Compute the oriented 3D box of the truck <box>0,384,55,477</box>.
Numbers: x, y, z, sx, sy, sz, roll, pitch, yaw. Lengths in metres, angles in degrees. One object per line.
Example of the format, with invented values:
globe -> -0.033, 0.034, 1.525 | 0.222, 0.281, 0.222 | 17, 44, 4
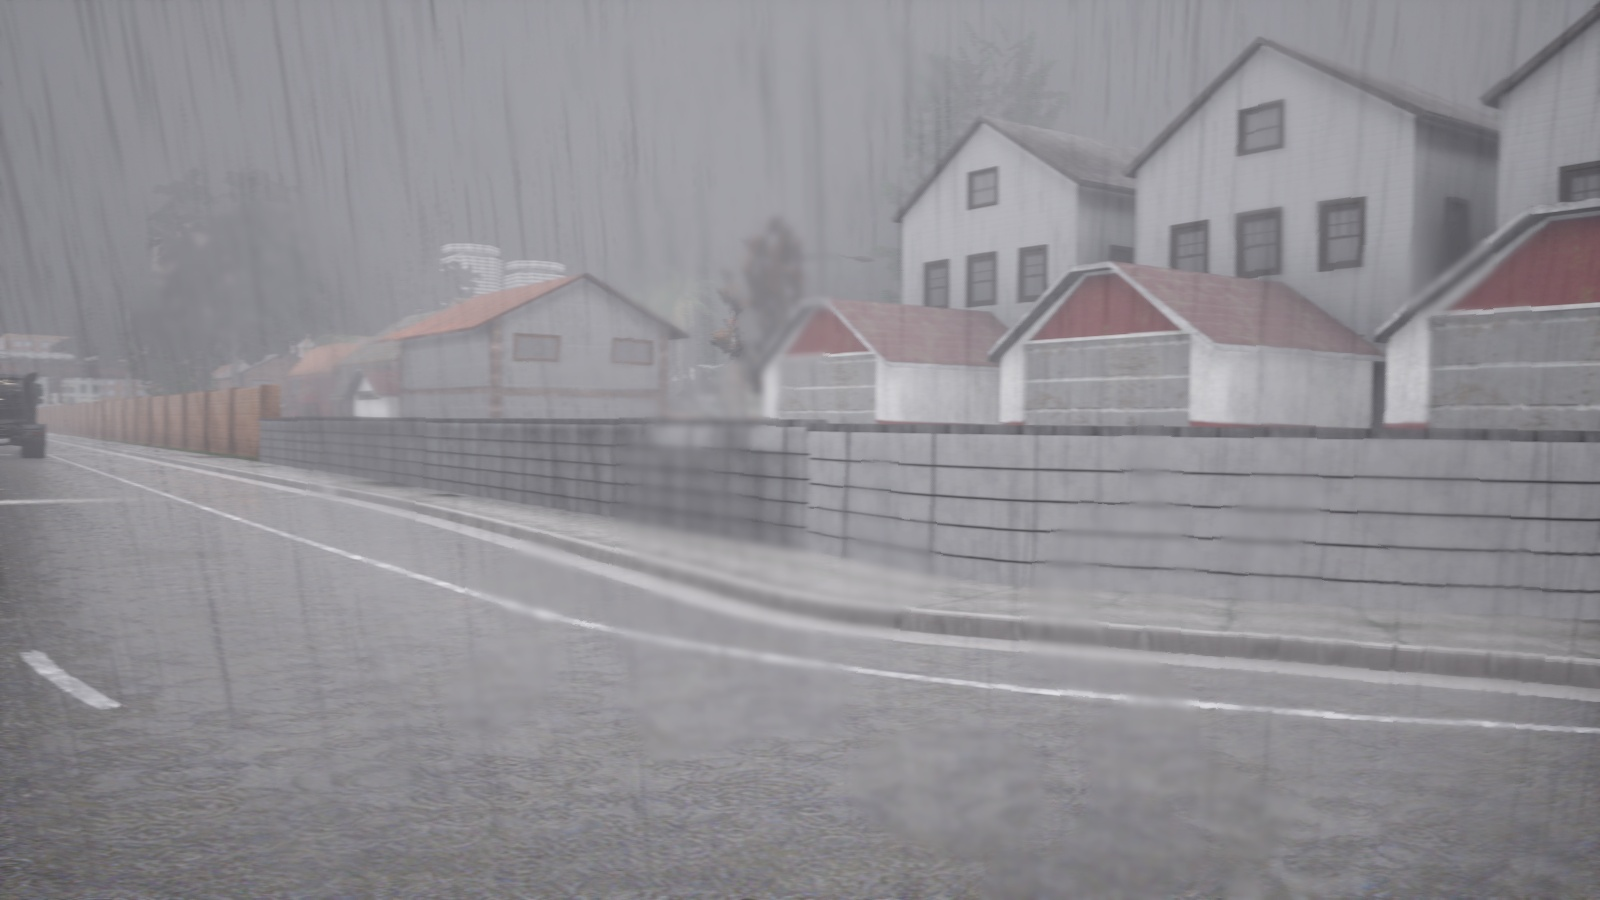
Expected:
truck -> -31.897, -0.783, 50.349 | 2.891, 3.462, 7.936 | -1, 1, -34
